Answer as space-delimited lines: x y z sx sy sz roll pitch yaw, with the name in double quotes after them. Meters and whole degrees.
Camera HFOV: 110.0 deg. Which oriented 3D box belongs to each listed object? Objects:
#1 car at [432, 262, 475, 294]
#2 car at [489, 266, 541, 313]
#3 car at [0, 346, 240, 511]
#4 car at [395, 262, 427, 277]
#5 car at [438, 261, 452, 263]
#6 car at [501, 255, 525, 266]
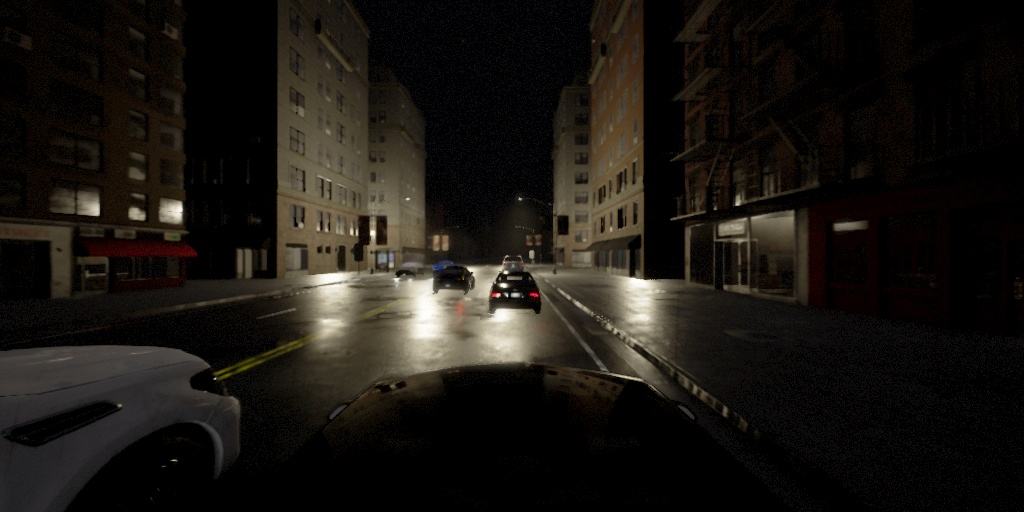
-3.143 1.265 19.853 1.812 1.442 4.674 0 0 0 "car"
0.103 1.289 13.924 2.033 1.411 5.357 0 0 0 "car"
-3.147 0.971 0.329 2.150 2.045 5.566 0 0 0 "car"
-9.743 1.283 35.028 2.033 1.411 5.357 0 0 0 "car"
-6.492 1.235 35.146 1.882 1.535 5.008 0 0 0 "car"
0.112 0.958 36.551 2.150 2.045 5.566 0 0 0 "car"
